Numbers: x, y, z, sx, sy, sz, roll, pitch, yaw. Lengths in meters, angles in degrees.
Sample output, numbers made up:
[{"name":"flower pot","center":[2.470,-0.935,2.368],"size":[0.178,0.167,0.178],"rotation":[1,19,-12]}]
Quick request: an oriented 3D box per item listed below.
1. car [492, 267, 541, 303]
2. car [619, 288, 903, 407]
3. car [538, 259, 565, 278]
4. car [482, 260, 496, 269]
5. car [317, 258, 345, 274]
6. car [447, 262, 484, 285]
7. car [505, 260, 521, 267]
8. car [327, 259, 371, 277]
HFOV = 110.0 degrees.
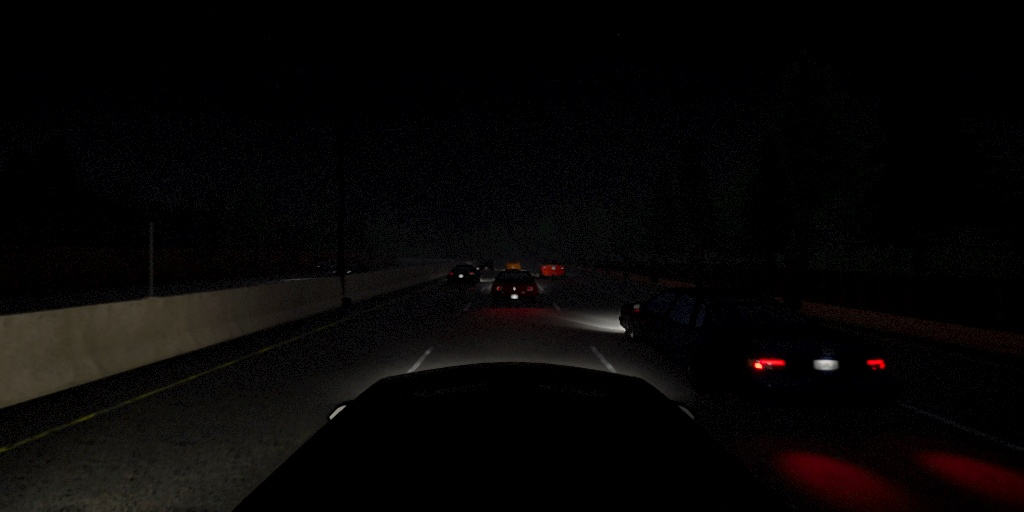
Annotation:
[{"name":"car","center":[0.107,1.344,16.638],"size":[1.895,1.301,4.718],"rotation":[0,0,0]},{"name":"car","center":[3.602,1.295,6.623],"size":[2.033,1.411,5.357],"rotation":[0,0,0]},{"name":"car","center":[3.615,1.087,33.357],"size":[2.097,1.767,4.553],"rotation":[0,0,0]},{"name":"car","center":[-3.378,1.235,49.945],"size":[1.837,1.490,4.892],"rotation":[0,0,0]},{"name":"car","center":[-17.485,0.914,35.696],"size":[1.812,1.442,4.674],"rotation":[0,0,0]},{"name":"car","center":[-3.387,1.304,25.802],"size":[1.994,1.385,4.181],"rotation":[0,0,0]},{"name":"car","center":[0.121,1.208,46.410],"size":[1.882,1.535,5.008],"rotation":[0,0,0]},{"name":"car","center":[-14.025,1.263,31.702],"size":[1.812,1.442,4.674],"rotation":[0,0,1]}]
